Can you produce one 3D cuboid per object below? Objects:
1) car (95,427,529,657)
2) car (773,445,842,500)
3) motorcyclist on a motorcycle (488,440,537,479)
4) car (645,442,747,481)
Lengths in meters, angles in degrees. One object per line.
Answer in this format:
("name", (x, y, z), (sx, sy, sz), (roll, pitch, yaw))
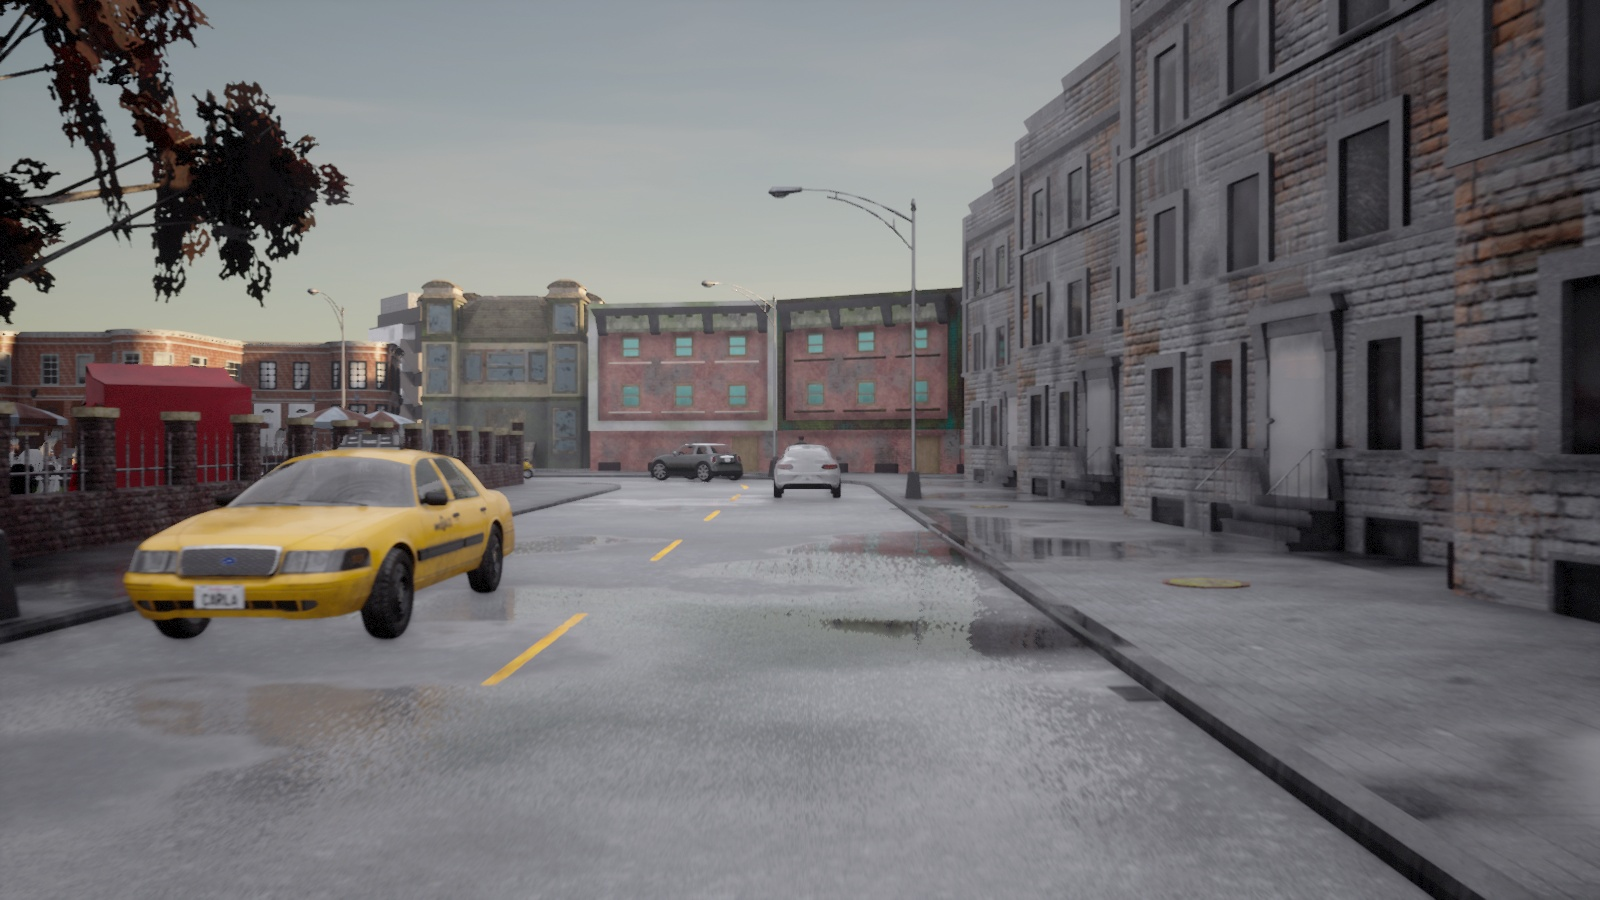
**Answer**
("car", (-3.924, 0.619, 11.299), (1.801, 1.575, 5.366), (0, 0, 0))
("car", (0.204, 0.574, 35.181), (1.812, 1.442, 4.674), (0, 0, 0))
("motorcyclist on a motorcycle", (-11.930, 0.397, 52.146), (1.817, 1.590, 0.866), (0, 0, 4))
("car", (-4.159, 0.429, 49.946), (3.806, 1.475, 1.970), (0, 0, 42))
